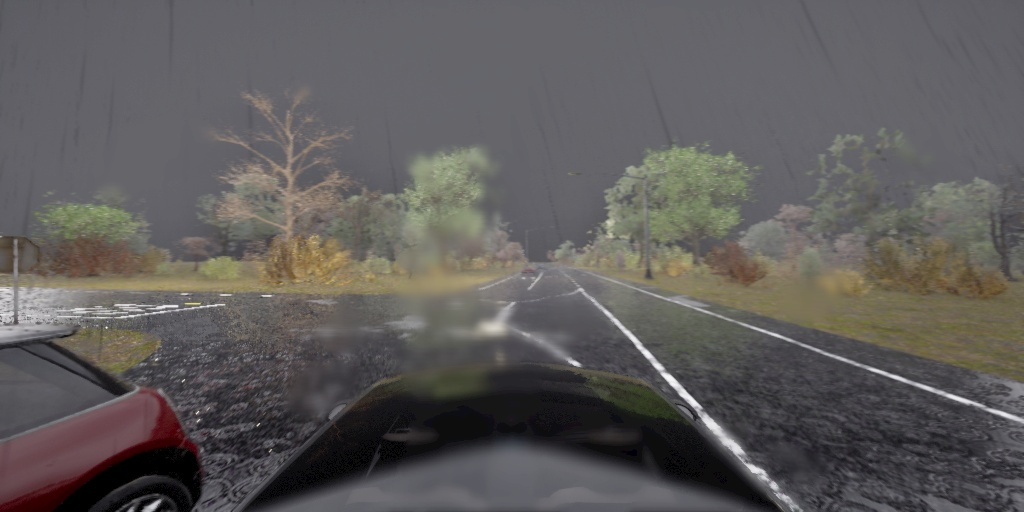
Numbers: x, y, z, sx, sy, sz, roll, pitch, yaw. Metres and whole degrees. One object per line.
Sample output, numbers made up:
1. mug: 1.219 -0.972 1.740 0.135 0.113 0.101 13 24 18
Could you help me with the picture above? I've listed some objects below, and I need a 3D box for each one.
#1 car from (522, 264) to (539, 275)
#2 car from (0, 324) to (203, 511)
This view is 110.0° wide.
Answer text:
1. car: 2.461 2.072 51.977 1.895 1.301 4.718 -1 -1 6
2. car: -3.390 1.178 0.557 2.097 1.767 4.553 -2 0 7
